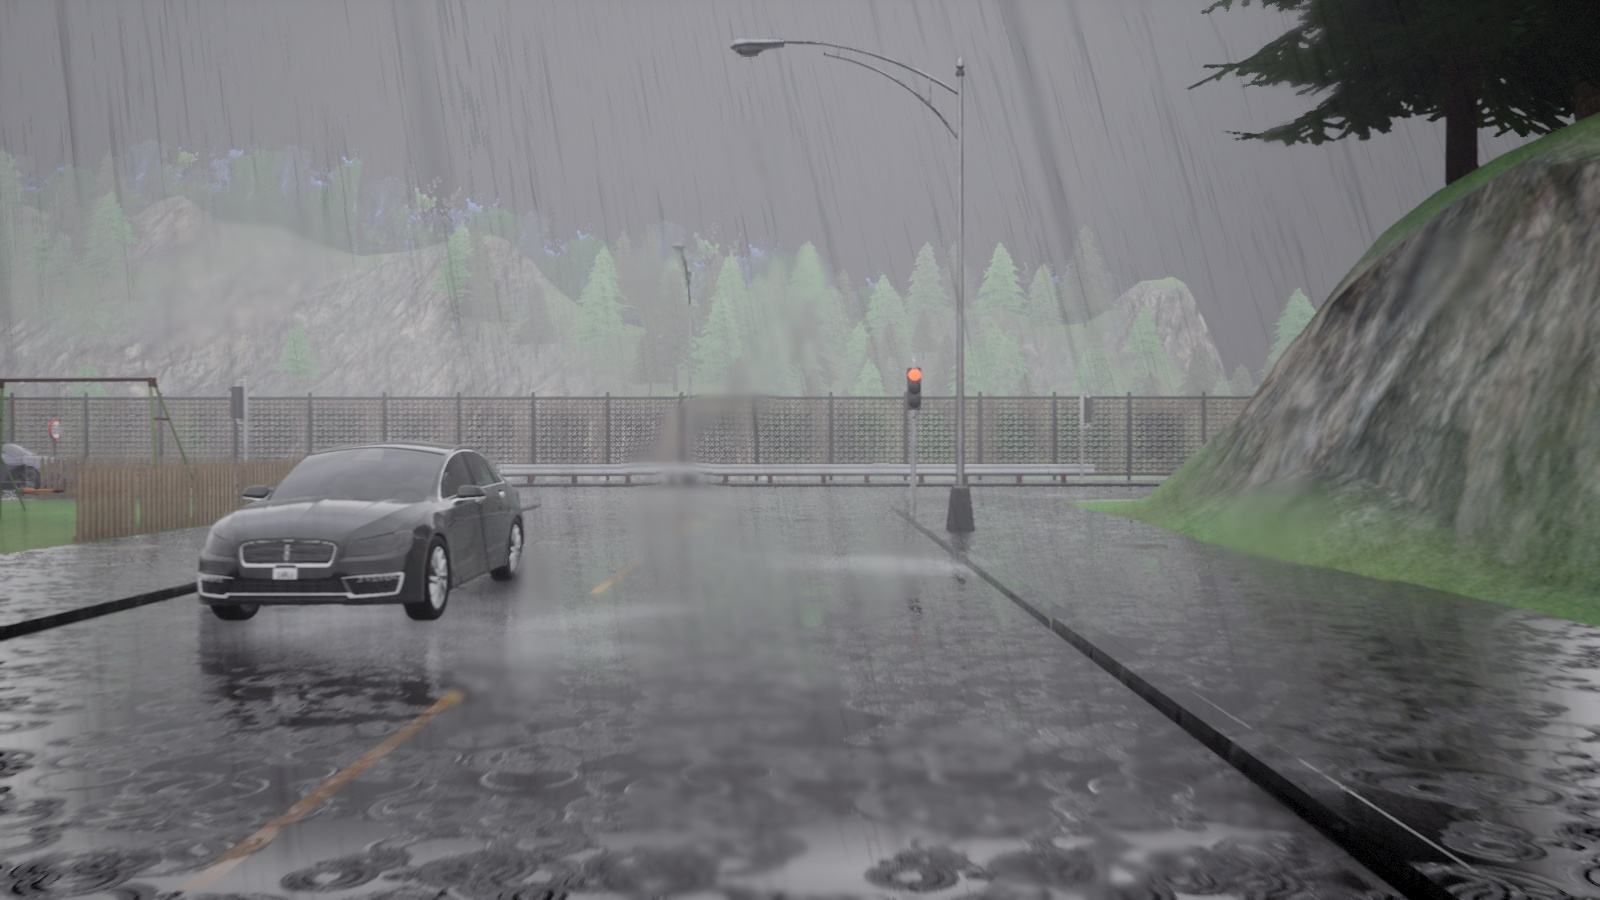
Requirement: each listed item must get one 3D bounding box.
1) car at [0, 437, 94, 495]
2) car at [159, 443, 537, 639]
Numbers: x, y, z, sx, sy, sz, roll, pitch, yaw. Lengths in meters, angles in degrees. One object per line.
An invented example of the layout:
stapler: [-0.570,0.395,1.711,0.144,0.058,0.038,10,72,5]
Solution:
car: [-23.634,0.451,36.718,4.856,1.649,2.033,0,0,0]
car: [-3.952,0.681,12.003,1.837,1.490,4.892,0,0,0]
